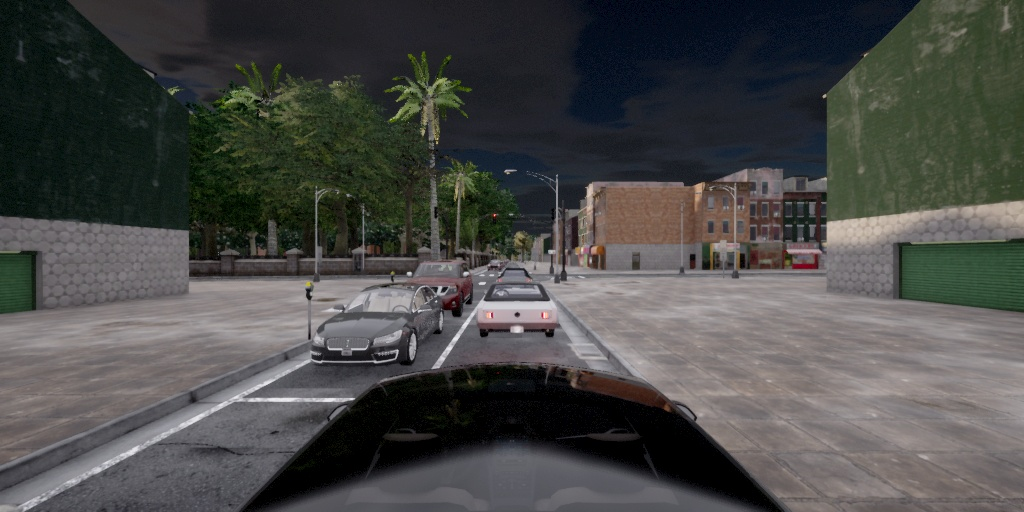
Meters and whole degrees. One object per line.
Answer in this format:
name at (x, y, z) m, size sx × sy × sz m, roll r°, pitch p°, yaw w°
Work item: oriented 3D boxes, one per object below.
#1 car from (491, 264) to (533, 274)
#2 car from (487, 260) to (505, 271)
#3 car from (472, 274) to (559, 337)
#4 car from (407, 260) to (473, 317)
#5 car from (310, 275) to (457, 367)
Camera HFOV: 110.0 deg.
car at (0.163, 1.324, 19.396) m, size 1.994 × 1.385 × 4.181 m, roll 0°, pitch 0°, yaw 2°
car at (-2.480, 1.292, 51.493) m, size 1.967 × 1.591 × 4.097 m, roll 0°, pitch 0°, yaw 0°
car at (0.126, 1.352, 10.224) m, size 1.895 × 1.301 × 4.718 m, roll 0°, pitch 0°, yaw 0°
car at (-2.602, 1.068, 13.346) m, size 2.192 × 1.841 × 5.009 m, roll 0°, pitch 0°, yaw 0°
car at (-2.619, 1.301, 7.883) m, size 2.007 × 1.370 × 4.403 m, roll 0°, pitch 0°, yaw 0°
